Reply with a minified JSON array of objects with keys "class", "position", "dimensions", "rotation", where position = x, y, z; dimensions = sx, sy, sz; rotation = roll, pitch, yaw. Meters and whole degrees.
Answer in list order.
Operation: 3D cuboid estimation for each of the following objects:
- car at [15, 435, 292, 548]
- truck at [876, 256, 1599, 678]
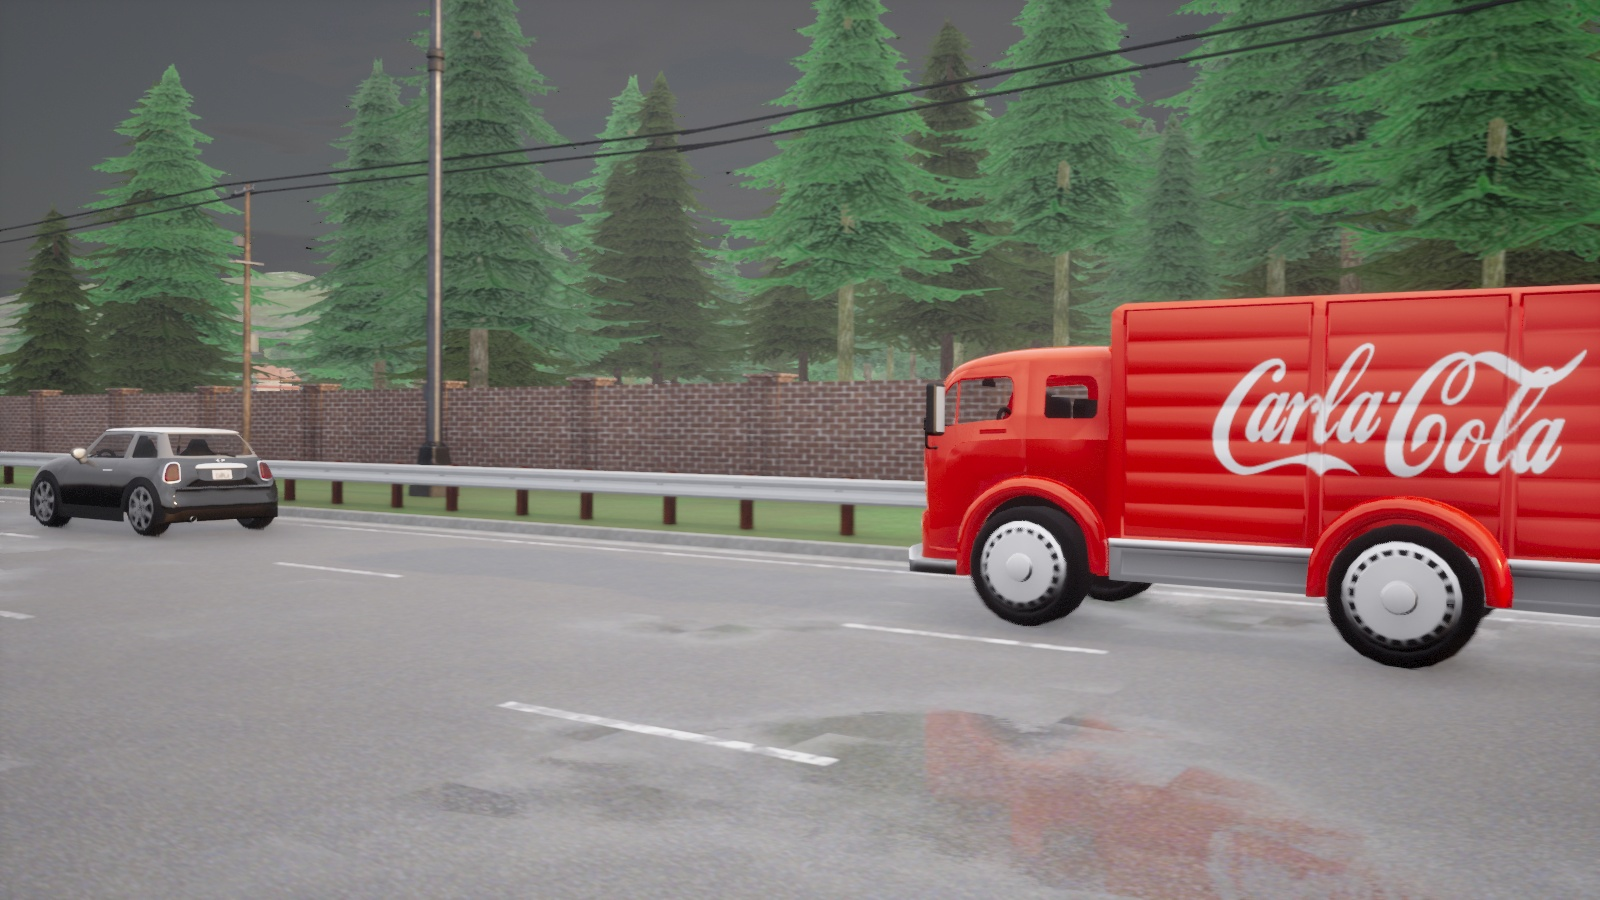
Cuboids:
[{"class":"car","position":[-9.451,0.533,18.304],"dimensions":[3.806,1.475,1.970],"rotation":[0,1,34]},{"class":"truck","position":[3.512,0.081,9.684],"dimensions":[5.204,2.467,2.627],"rotation":[0,1,34]}]
